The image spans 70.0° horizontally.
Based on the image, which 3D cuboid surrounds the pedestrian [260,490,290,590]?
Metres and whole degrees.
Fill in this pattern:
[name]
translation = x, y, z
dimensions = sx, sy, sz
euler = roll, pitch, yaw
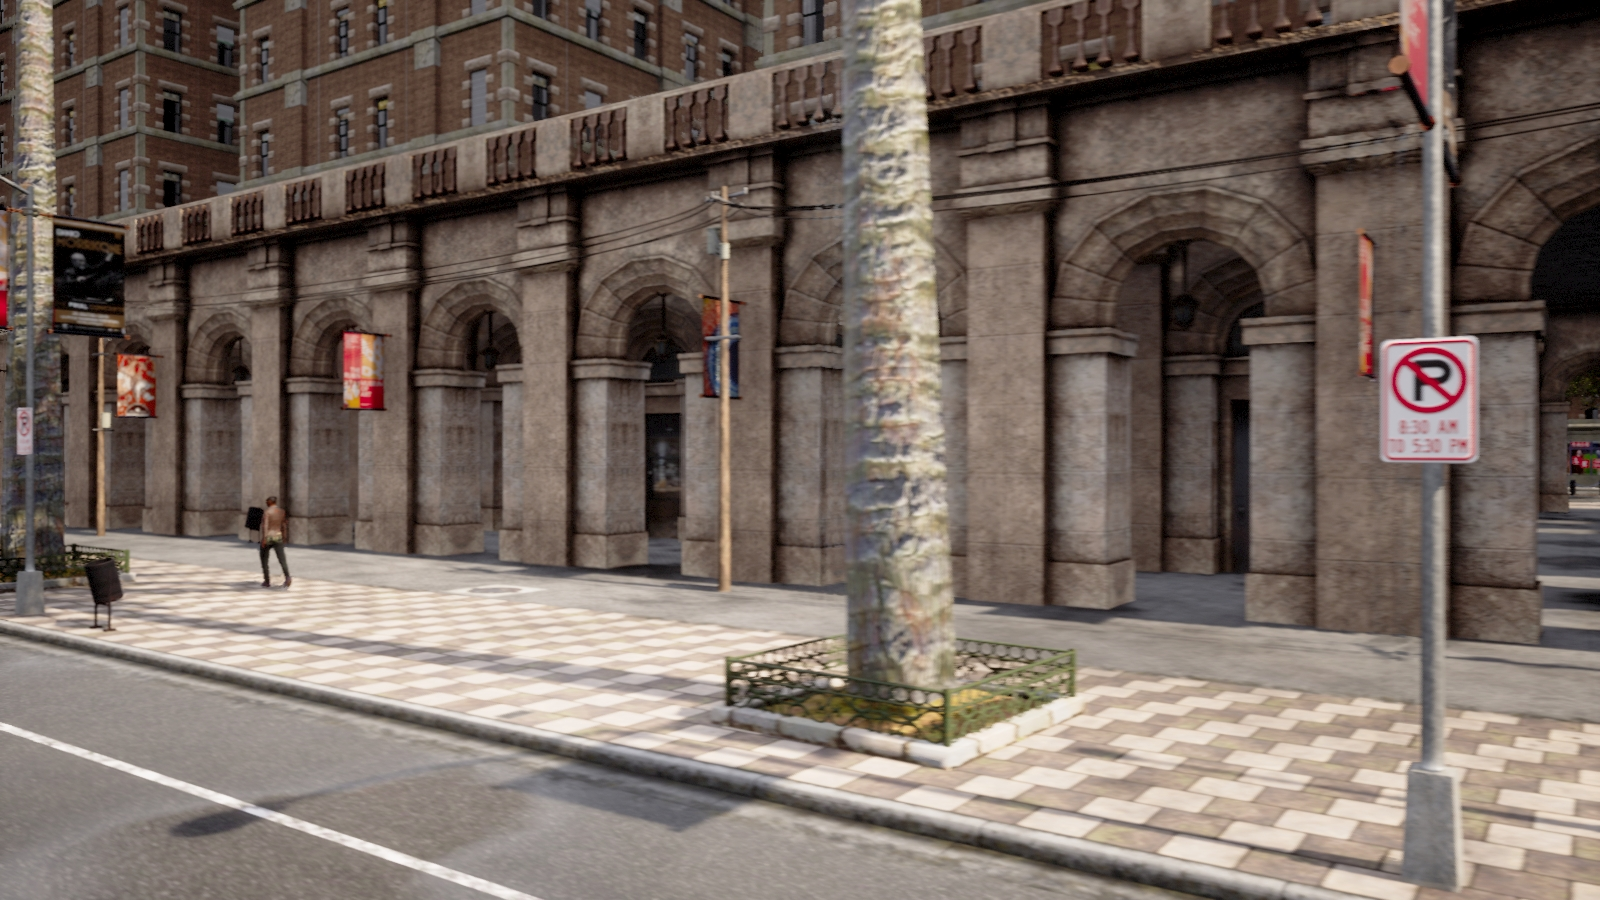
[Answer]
[pedestrian]
translation = -9.952, 1.696, 21.660
dimensions = 0.375, 1.860, 0.375
euler = 0, 0, 36
